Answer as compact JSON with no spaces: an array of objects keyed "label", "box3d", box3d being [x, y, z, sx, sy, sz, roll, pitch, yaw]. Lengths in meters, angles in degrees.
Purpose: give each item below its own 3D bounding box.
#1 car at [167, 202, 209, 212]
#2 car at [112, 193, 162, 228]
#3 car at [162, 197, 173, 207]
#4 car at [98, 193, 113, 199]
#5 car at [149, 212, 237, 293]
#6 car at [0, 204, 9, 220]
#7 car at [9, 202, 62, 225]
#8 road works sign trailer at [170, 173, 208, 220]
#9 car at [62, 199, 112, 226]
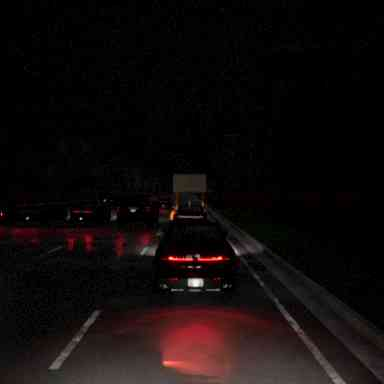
[{"label":"car","box3d":[-0.037,1.481,19.240,2.128,1.511,4.902,1,0,1]},{"label":"car","box3d":[-3.545,1.214,22.546,2.150,2.045,5.566,0,0,0]},{"label":"car","box3d":[-3.727,1.485,45.563,1.837,1.490,4.892,0,-1,0]},{"label":"car","box3d":[-10.709,1.204,43.351,2.150,2.045,5.566,0,0,0]},{"label":"car","box3d":[0.055,1.502,8.855,1.837,1.490,4.892,0,0,0]},{"label":"car","box3d":[-14.071,1.592,25.831,1.895,1.301,4.718,0,0,0]},{"label":"car","box3d":[-10.555,1.481,23.799,2.128,1.511,4.902,0,0,0]},{"label":"road works sign trailer","box3d":[-0.165,0.456,23.110,2.380,3.560,2.880,0,0,-3]},{"label":"car","box3d":[-7.053,1.483,23.542,2.128,1.511,4.902,0,0,0]}]
